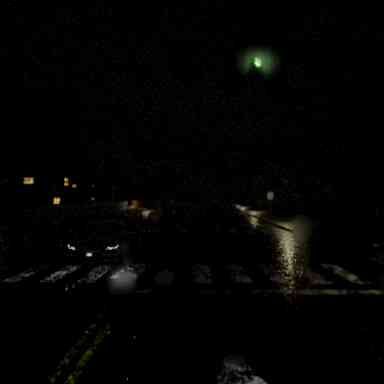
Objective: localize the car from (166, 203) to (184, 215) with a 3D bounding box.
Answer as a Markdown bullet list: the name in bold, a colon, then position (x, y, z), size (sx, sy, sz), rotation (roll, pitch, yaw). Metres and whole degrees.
- **car**: position (-2.106, 2.138, 43.011), size (2.033, 1.411, 5.357), rotation (0, -1, 3)

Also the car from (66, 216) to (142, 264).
- **car**: position (-3.116, 1.705, 12.627), size (1.837, 1.490, 4.892), rotation (0, -1, 1)
